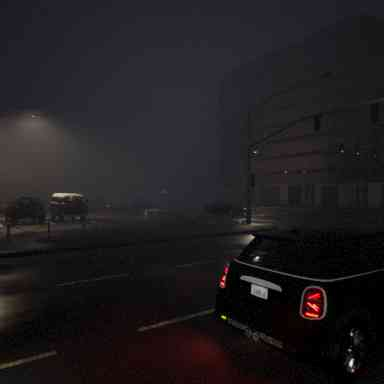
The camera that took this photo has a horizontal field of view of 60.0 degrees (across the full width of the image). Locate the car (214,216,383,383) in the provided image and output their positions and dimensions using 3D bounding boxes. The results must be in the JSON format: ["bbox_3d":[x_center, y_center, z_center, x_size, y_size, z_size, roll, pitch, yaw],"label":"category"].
[{"bbox_3d":[2.637,1.352,5.682,4.553,1.767,2.097,0,0,-35],"label":"car"}]

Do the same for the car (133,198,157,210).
[{"bbox_3d":[-6.460,1.581,45.100,1.812,1.442,4.674,0,0,-36],"label":"car"}]

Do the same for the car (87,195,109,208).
[{"bbox_3d":[-16.542,1.418,59.448,2.097,1.767,4.553,0,0,-35],"label":"car"}]

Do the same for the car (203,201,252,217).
[{"bbox_3d":[3.208,1.603,31.455,2.033,1.411,5.357,0,0,-35],"label":"car"}]

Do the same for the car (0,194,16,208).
[{"bbox_3d":[-31.674,1.209,56.493,1.932,1.855,4.605,0,0,-35],"label":"car"}]
